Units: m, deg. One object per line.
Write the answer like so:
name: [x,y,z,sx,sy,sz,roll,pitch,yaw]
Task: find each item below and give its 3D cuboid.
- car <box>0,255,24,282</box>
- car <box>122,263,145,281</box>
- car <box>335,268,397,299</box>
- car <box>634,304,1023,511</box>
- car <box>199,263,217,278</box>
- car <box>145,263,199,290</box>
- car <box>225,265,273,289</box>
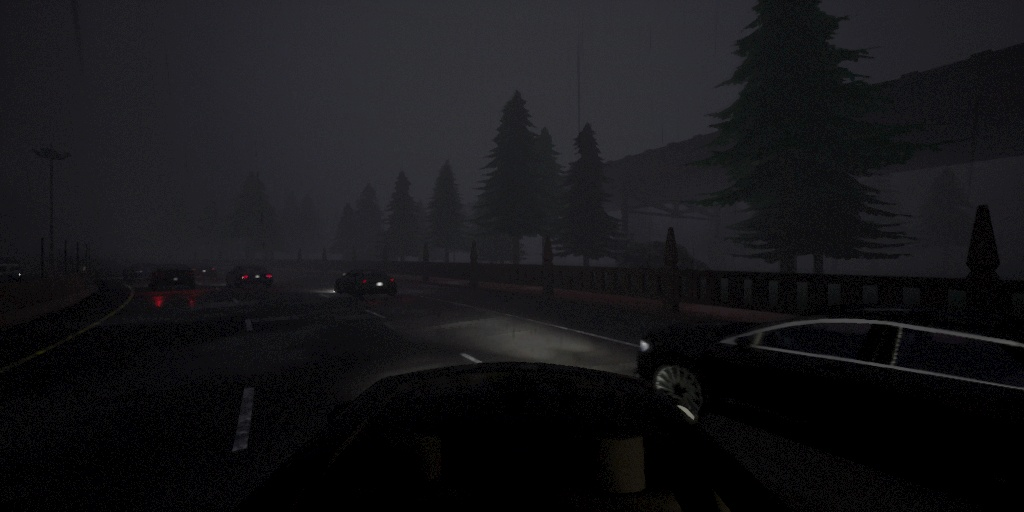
car: [-39.432,0.962,27.375,5.566,2.045,2.150,0,0,32]
car: [-31.218,1.288,30.332,5.357,1.411,2.033,0,0,34]
car: [-7.562,1.308,18.405,1.994,1.385,4.181,0,0,-41]
car: [3.574,1.241,3.604,2.128,1.511,4.902,0,0,-33]
car: [-28.742,1.303,32.778,4.181,1.385,1.994,0,0,36]
car: [-21.358,1.221,22.448,5.008,1.535,1.882,-1,-1,42]
car: [-17.191,1.290,23.390,5.357,1.411,2.033,0,0,44]
